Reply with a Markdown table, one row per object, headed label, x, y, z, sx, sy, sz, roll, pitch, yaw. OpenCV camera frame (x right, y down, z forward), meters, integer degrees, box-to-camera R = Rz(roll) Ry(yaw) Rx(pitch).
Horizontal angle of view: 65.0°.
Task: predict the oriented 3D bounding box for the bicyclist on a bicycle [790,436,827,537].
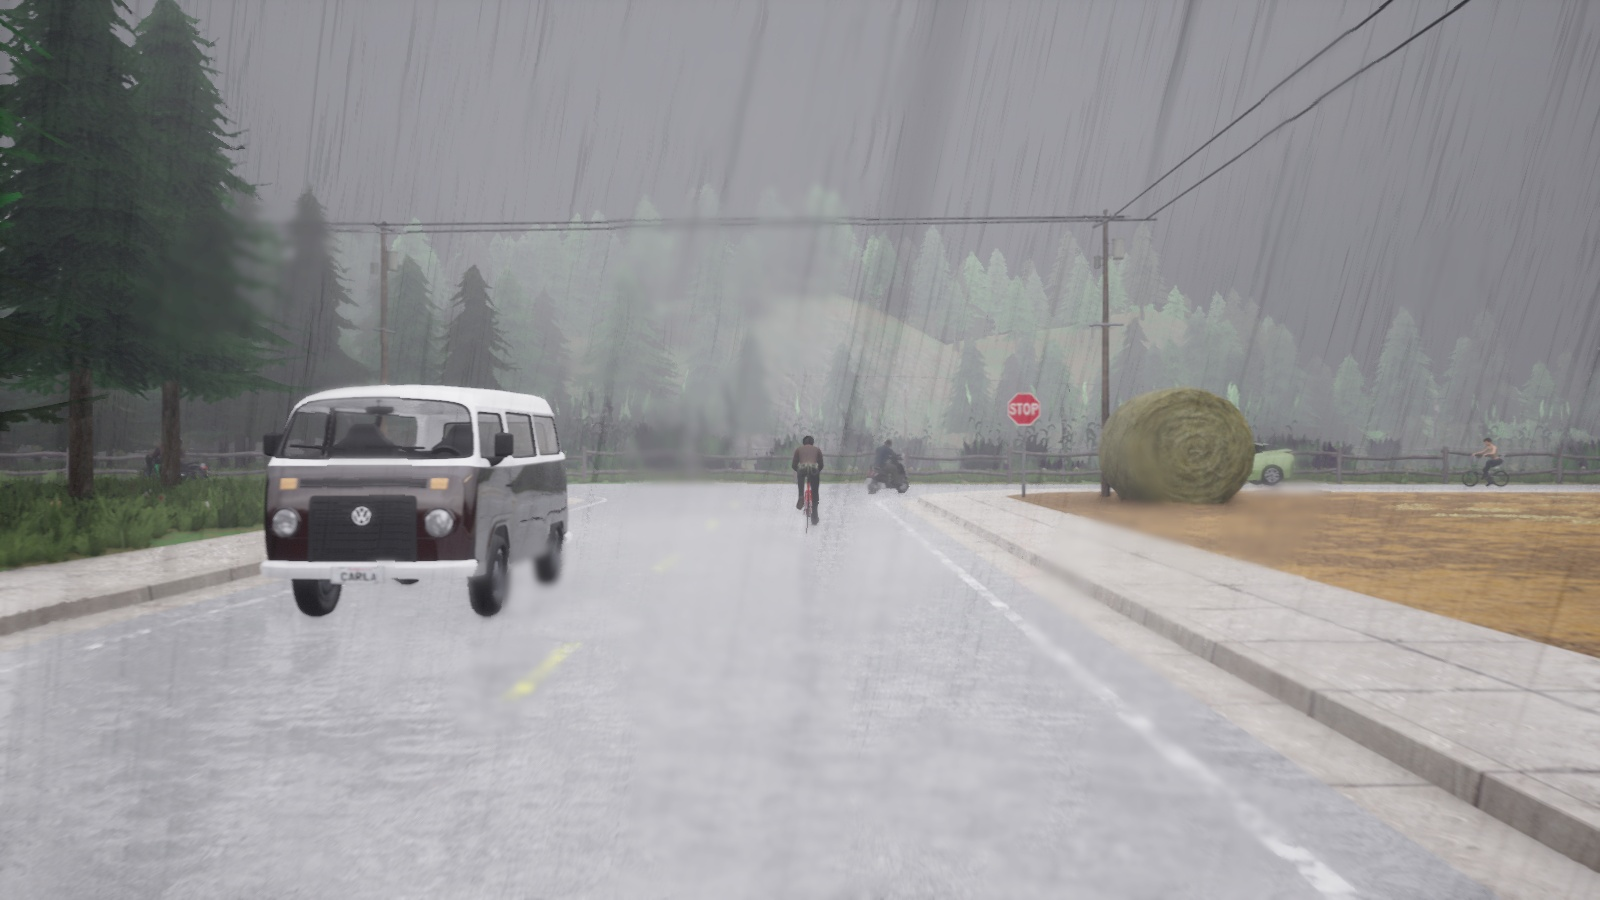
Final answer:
| label | x | y | z | sx | sy | sz | roll | pitch | yaw |
| --- | --- | --- | --- | --- | --- | --- | --- | --- | --- |
| bicyclist on a bicycle | 0.139 | 0.581 | 21.022 | 0.582 | 1.620 | 1.656 | 0 | 0 | 0 |

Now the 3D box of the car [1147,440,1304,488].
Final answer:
| label | x | y | z | sx | sy | sz | roll | pitch | yaw |
| --- | --- | --- | --- | --- | --- | --- | --- | --- | --- |
| car | 13.903 | 0.437 | 41.261 | 4.514 | 1.525 | 2.007 | 0 | 0 | 3 |

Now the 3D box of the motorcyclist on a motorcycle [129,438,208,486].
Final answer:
| label | x | y | z | sx | sy | sz | roll | pitch | yaw |
| --- | --- | --- | --- | --- | --- | --- | --- | --- | --- |
| motorcyclist on a motorcycle | -21.703 | 0.401 | 43.190 | 2.350 | 1.649 | 0.766 | 0 | 0 | 3 |

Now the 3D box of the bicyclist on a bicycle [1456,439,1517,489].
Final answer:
| label | x | y | z | sx | sy | sz | roll | pitch | yaw |
| --- | --- | --- | --- | --- | --- | --- | --- | --- | --- |
| bicyclist on a bicycle | 22.307 | 0.436 | 40.797 | 1.509 | 1.612 | 0.866 | 0 | 0 | 3 |

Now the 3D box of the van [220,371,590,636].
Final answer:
| label | x | y | z | sx | sy | sz | roll | pitch | yaw |
| --- | --- | --- | --- | --- | --- | --- | --- | --- | --- |
| van | -3.415 | 0.400 | 11.902 | 2.069 | 2.038 | 4.480 | 0 | 0 | 0 |

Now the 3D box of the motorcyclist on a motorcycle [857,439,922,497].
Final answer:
| label | x | y | z | sx | sy | sz | roll | pitch | yaw |
| --- | --- | --- | --- | --- | --- | --- | --- | --- | --- |
| motorcyclist on a motorcycle | 2.544 | 0.491 | 35.622 | 0.866 | 1.590 | 1.817 | 4 | 3 | 42 |
